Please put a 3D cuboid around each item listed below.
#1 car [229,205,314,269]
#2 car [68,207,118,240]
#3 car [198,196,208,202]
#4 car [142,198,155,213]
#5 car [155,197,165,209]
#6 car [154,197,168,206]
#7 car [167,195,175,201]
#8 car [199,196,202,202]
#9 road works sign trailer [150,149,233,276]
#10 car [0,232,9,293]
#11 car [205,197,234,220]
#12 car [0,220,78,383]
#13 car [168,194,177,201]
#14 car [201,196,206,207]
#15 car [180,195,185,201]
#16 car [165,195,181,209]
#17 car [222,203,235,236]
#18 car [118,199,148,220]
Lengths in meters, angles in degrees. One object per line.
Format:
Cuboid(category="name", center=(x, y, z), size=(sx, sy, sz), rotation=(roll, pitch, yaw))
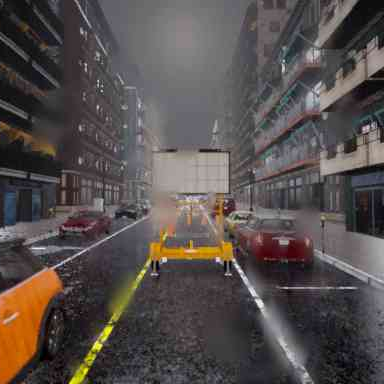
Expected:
Cuboid(category="car", center=(2.594, 1.448, 11.309), size=(1.967, 1.590, 4.097), rotation=(2, 0, 0))
Cuboid(category="car", center=(-5.290, 1.593, 16.978), size=(1.802, 1.307, 4.206), rotation=(2, 0, 0))
Cuboid(category="car", center=(2.593, 1.614, 79.281), size=(2.008, 1.369, 4.403), rotation=(2, 0, 0))
Cuboid(category="car", center=(-5.284, 1.464, 33.972), size=(1.967, 1.590, 4.097), rotation=(2, 0, 0))
Cuboid(category="car", center=(-5.288, 1.584, 45.301), size=(2.008, 1.369, 4.403), rotation=(2, 0, 0))
Cuboid(category="car", center=(-5.287, 1.586, 56.631), size=(1.887, 1.381, 4.507), rotation=(2, 0, 0))
Cuboid(category="car", center=(-5.285, 1.595, 84.782), size=(1.752, 1.417, 4.829), rotation=(2, 0, 0))
Cuboid(category="car", center=(2.592, 1.608, 56.625), size=(1.947, 1.339, 4.313), rotation=(2, 0, 0))
Cuboid(category="road works sign trailer", center=(-0.022, 0.471, 10.383), size=(2.380, 3.560, 2.880), rotation=(0, 0, 0))
Cuboid(category="car", center=(-5.290, 1.570, 5.650), size=(1.947, 1.339, 4.313), rotation=(2, 0, 0))
Cuboid(category="car", center=(2.598, 1.334, 28.302), size=(2.192, 1.841, 5.009), rotation=(2, 0, 0))
Cuboid(category="car", center=(-2.851, 1.354, 2.873), size=(2.097, 1.767, 4.553), rotation=(0, 0, 0))
Cuboid(category="car", center=(-5.277, 1.392, 90.617), size=(2.192, 1.841, 5.009), rotation=(2, 0, 0))
Cuboid(category="car", center=(2.593, 1.558, 45.466), size=(1.752, 1.417, 4.829), rotation=(2, 0, 0))
Cuboid(category="car", center=(-2.745, 1.604, 90.381), size=(1.812, 1.442, 4.674), rotation=(0, 0, 0))
Cuboid(category="car", center=(-2.845, 1.559, 46.459), size=(1.812, 1.442, 4.674), rotation=(0, 0, 0))
Cuboid(category="car", center=(2.591, 1.537, 17.143), size=(1.752, 1.417, 4.829), rotation=(2, 0, 0))
Cuboid(category="car", center=(-5.289, 1.585, 28.308), size=(1.947, 1.339, 4.313), rotation=(2, 0, 0))
